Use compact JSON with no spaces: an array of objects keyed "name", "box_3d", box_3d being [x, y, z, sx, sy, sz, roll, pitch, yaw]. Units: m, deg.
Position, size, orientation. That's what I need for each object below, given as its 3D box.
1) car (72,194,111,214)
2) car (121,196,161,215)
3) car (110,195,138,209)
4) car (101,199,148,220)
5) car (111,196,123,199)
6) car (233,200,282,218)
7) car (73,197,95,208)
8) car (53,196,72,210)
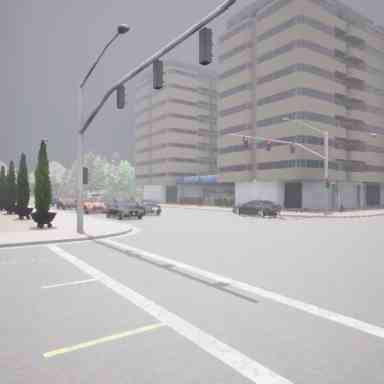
[{"name":"car","box_3d":[-10.751,1.356,35.399,2.097,1.767,4.553,0,0,-35]},{"name":"car","box_3d":[-4.818,1.496,32.990,2.128,1.511,4.902,0,0,-35]},{"name":"car","box_3d":[-9.470,1.358,46.169,2.097,1.767,4.553,0,0,-35]},{"name":"car","box_3d":[-5.795,1.567,28.266,1.994,1.385,4.181,0,0,-35]},{"name":"car","box_3d":[-10.063,1.510,40.546,1.837,1.490,4.892,0,0,-35]},{"name":"car","box_3d":[5.838,1.512,30.373,1.837,1.490,4.892,-1,1,-38]},{"name":"car","box_3d":[-15.951,1.510,49.041,1.837,1.490,4.892,0,0,-34]},{"name":"car","box_3d":[-16.391,1.529,43.532,1.812,1.442,4.674,0,0,-35]}]
